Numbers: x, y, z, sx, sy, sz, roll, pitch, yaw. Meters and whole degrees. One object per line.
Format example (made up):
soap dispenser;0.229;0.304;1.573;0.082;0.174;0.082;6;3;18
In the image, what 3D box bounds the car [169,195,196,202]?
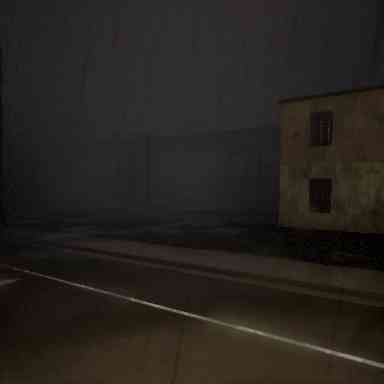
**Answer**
car;-1.829;1.405;66.904;5.357;1.411;2.033;1;1;-15
